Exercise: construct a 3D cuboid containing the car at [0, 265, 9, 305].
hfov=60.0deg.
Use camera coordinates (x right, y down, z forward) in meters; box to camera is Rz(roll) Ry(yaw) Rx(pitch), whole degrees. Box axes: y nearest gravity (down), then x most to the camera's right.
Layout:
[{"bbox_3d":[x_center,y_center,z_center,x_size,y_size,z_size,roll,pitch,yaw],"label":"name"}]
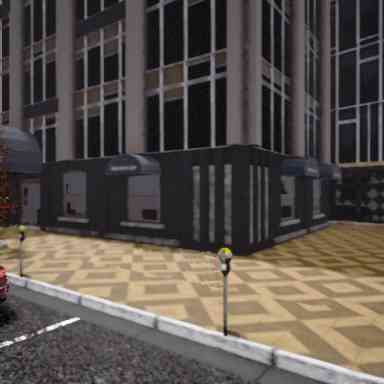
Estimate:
[{"bbox_3d":[-5.246,1.587,6.613,4.206,1.307,1.802,0,0,35],"label":"car"}]
